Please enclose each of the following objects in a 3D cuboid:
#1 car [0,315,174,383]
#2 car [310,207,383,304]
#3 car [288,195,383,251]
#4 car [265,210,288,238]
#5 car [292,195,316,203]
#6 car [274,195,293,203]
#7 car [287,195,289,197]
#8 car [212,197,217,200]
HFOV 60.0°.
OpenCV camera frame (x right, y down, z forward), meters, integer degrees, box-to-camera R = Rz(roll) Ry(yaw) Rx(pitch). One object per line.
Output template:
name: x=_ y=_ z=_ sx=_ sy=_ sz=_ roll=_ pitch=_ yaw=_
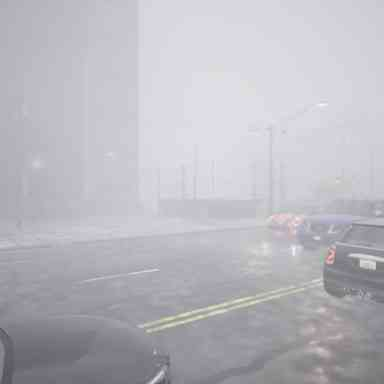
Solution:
car: x=-2.292 y=1.526 z=2.126 sx=4.674 sy=1.442 sz=1.812 roll=0 pitch=0 yaw=-35
car: x=4.968 y=1.348 z=7.332 sx=4.553 sy=1.767 sz=2.097 roll=0 pitch=0 yaw=-35
car: x=6.515 y=1.216 z=12.931 sx=5.566 sy=2.045 sz=2.150 roll=0 pitch=0 yaw=-35
car: x=5.789 y=1.346 z=16.713 sx=4.553 sy=1.767 sz=2.097 roll=0 pitch=0 yaw=-35
car: x=21.883 y=1.396 z=64.902 sx=4.674 sy=1.452 sz=2.002 roll=0 pitch=0 yaw=-36
car: x=18.979 y=1.428 z=68.904 sx=3.806 sy=1.475 sz=1.970 roll=0 pitch=0 yaw=-36
car: x=14.961 y=1.237 z=45.845 sx=4.553 sy=1.767 sz=2.185 roll=0 pitch=0 yaw=-36
car: x=4.234 y=1.558 z=60.424 sx=4.718 sy=1.301 sz=1.895 roll=0 pitch=0 yaw=-36
